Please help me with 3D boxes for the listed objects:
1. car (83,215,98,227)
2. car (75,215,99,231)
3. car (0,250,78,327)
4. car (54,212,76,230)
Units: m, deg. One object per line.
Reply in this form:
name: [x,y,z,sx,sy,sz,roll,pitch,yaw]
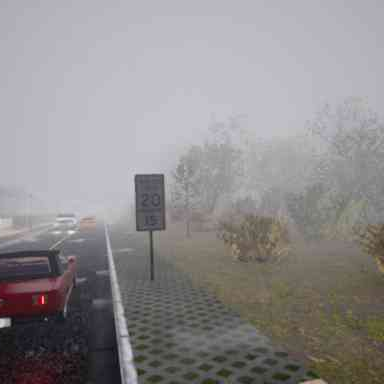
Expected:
car: [-14.316,4.072,47.172,1.837,1.490,4.892,-1,-3,-15]
car: [-11.580,3.493,37.126,1.882,1.535,5.008,-1,-3,-15]
car: [-3.718,1.985,7.618,1.895,1.301,4.718,-1,-3,-15]
car: [-15.474,3.534,40.817,2.150,2.045,5.566,-1,-3,-15]
